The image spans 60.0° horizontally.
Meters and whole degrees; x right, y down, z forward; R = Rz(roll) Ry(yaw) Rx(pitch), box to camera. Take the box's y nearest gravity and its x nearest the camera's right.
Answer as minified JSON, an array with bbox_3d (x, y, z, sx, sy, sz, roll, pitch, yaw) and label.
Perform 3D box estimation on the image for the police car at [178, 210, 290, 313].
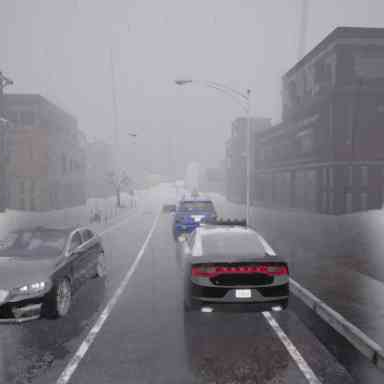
[{"bbox_3d":[0.716,1.464,7.960,1.930,1.638,5.238,0,-1,-3],"label":"police car"}]

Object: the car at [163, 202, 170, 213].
[{"bbox_3d":[-3.101,2.128,46.720,1.882,1.535,5.008,0,0,-4],"label":"car"}]

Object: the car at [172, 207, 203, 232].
[{"bbox_3d":[-0.410,1.852,23.934,1.882,1.535,5.008,0,-2,-5],"label":"car"}]

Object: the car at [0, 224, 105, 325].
[{"bbox_3d":[-3.260,1.531,7.433,2.128,1.511,4.902,0,-1,-2],"label":"car"}]

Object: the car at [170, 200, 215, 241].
[{"bbox_3d":[0.065,1.434,17.965,2.150,2.045,5.566,0,-1,-4],"label":"car"}]
